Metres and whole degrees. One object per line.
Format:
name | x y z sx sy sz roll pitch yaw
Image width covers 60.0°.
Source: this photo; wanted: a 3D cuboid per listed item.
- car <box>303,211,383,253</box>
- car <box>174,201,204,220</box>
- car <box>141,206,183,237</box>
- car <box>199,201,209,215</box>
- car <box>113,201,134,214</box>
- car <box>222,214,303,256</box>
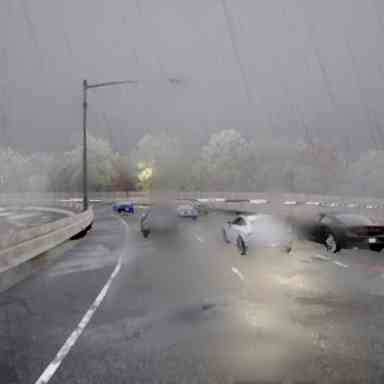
car | 5.983 1.539 14.049 1.882 1.535 5.008 0 0 -7
car | -0.911 1.784 30.109 2.033 1.411 5.357 0 0 -16
car | -1.946 1.728 19.358 1.994 1.385 4.181 0 0 -10
car | 0.317 1.777 37.672 2.128 1.511 4.902 0 0 -19
car | -8.571 1.858 41.242 1.882 1.535 5.008 0 -1 -23
car | 2.511 1.610 13.559 1.812 1.442 4.674 0 0 -7
